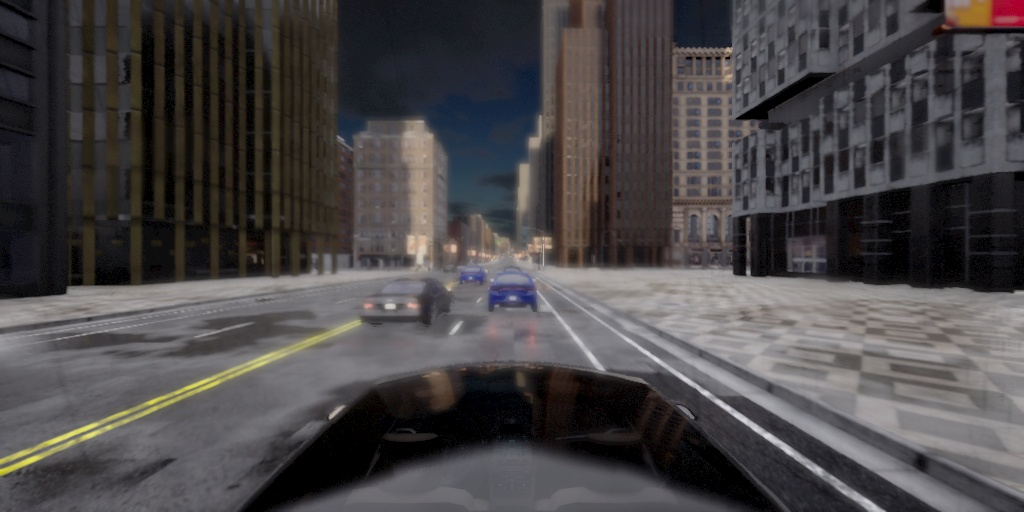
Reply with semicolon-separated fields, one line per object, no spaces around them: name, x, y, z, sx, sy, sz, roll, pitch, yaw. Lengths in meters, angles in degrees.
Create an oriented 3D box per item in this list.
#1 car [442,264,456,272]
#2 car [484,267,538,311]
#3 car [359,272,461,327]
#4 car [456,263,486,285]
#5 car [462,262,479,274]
car;-9.801;2.019;57.027;1.837;1.490;4.892;0;-1;0
car;0.052;1.395;15.401;1.882;1.535;5.008;0;0;0
car;-3.227;1.422;12.057;2.033;1.411;5.357;0;-1;0
car;-3.200;1.599;30.400;1.882;1.535;5.008;0;0;0
car;-6.551;1.866;57.099;2.097;1.767;4.553;0;-1;0
